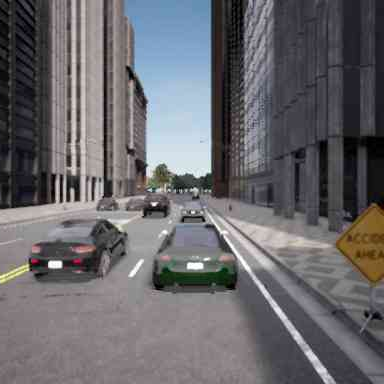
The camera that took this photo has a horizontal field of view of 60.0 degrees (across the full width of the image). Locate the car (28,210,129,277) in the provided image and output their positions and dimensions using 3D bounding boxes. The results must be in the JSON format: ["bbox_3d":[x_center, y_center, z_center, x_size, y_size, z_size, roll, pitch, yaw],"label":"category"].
[{"bbox_3d":[-3.173,1.510,10.051,1.812,1.442,4.674,0,0,0],"label":"car"}]

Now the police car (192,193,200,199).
[{"bbox_3d":[0.983,1.300,85.354,1.930,1.638,5.238,0,0,0],"label":"police car"}]

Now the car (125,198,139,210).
[{"bbox_3d":[-6.589,1.455,38.956,1.837,1.490,4.892,0,0,0],"label":"car"}]

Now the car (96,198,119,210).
[{"bbox_3d":[-9.838,1.456,38.963,1.837,1.490,4.892,0,0,0],"label":"car"}]

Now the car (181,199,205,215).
[{"bbox_3d":[0.090,1.512,26.352,2.033,1.411,5.357,0,0,0],"label":"car"}]

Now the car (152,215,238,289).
[{"bbox_3d":[0.076,1.550,9.137,1.994,1.385,4.181,0,0,0],"label":"car"}]

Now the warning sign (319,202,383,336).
[{"bbox_3d":[2.851,1.107,5.243,1.300,1.860,1.060,0,0,0],"label":"warning sign"}]

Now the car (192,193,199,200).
[{"bbox_3d":[0.984,1.208,95.215,2.097,1.767,4.553,0,0,0],"label":"car"}]

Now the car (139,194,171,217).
[{"bbox_3d":[-3.151,1.181,30.486,2.150,2.045,5.566,0,0,0],"label":"car"}]
